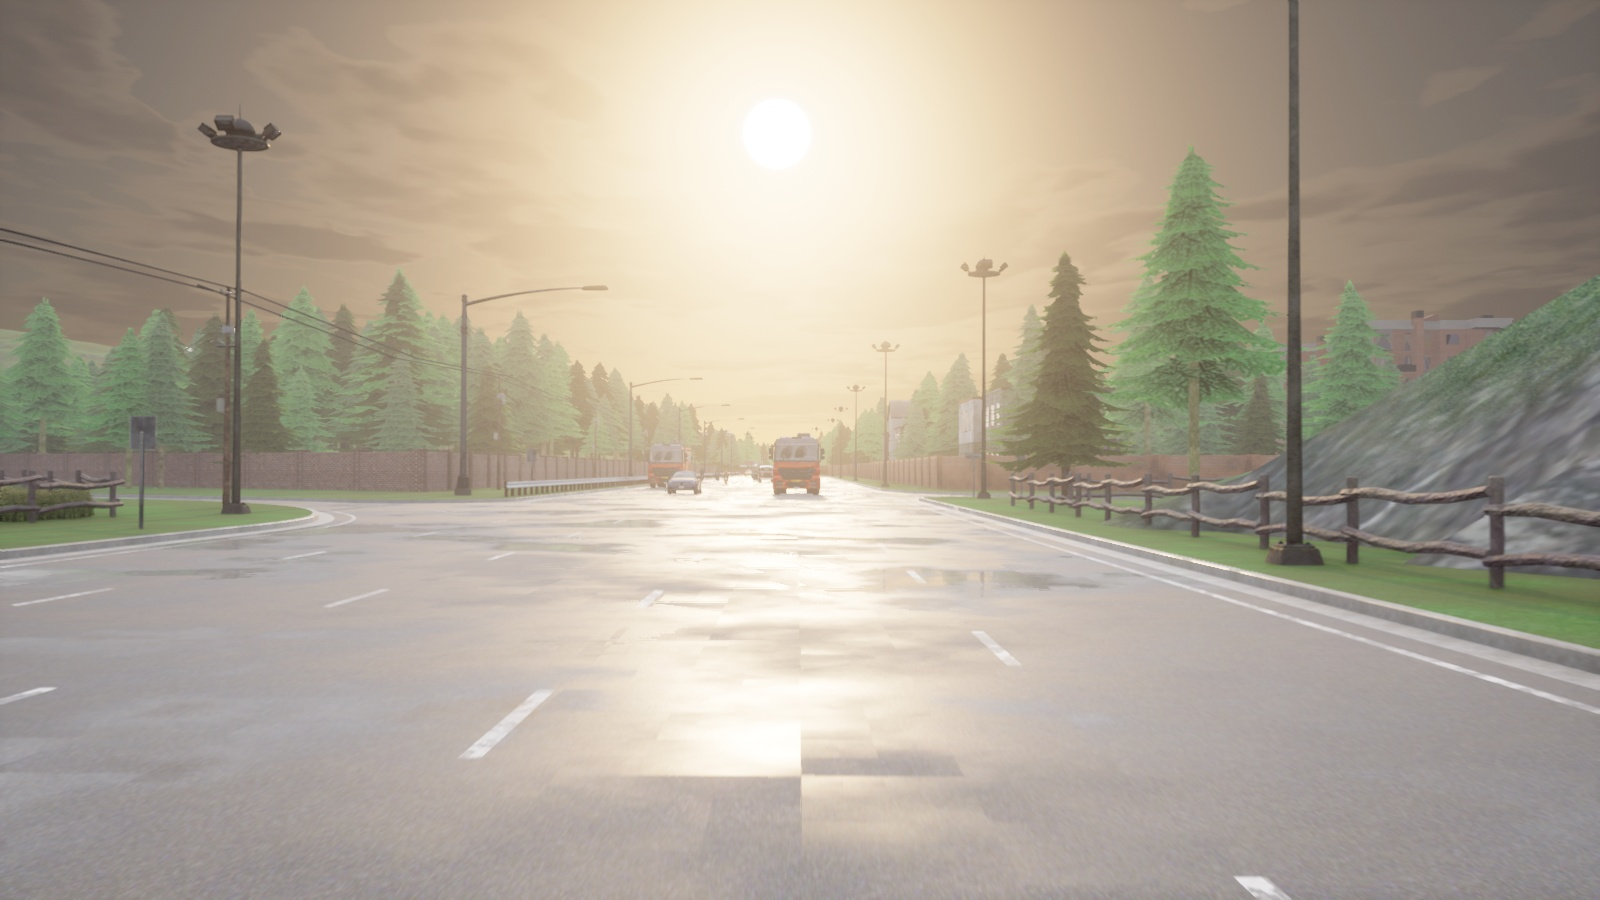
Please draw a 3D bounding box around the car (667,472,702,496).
[{"bbox_3d":[-7.194,2.081,78.693,1.812,1.442,4.674,0,-1,0],"label":"car"}]

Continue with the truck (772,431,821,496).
[{"bbox_3d":[-0.200,0.871,79.189,2.891,3.827,8.468,0,-1,0],"label":"truck"}]
